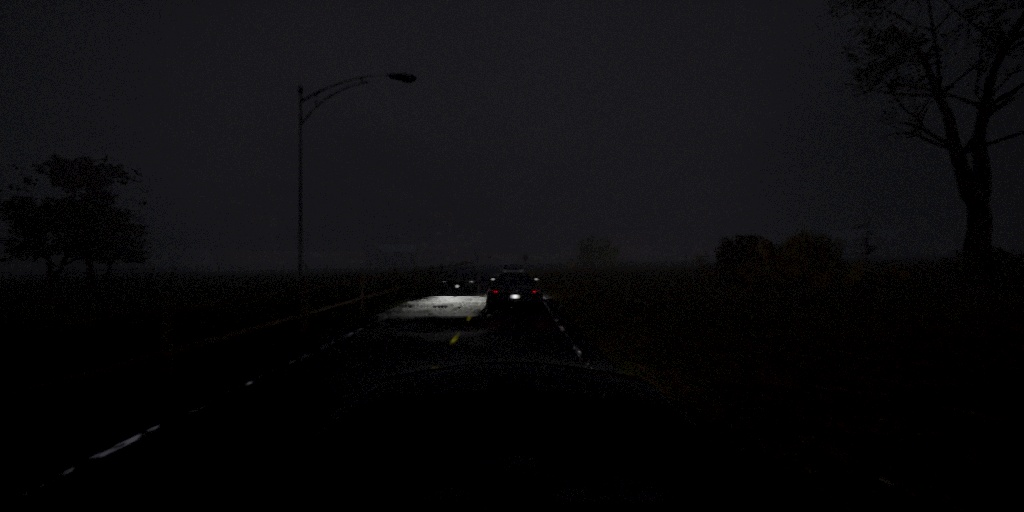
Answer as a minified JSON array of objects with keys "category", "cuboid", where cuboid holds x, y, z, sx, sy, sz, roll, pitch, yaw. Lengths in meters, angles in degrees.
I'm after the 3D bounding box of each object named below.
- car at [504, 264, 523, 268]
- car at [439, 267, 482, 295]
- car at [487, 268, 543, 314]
[{"category":"car","cuboid":[0.113,1.369,31.397,1.895,1.301,4.718,0,0,0]},{"category":"car","cuboid":[-2.743,1.321,19.899,1.994,1.385,4.181,0,0,0]},{"category":"car","cuboid":[0.106,1.317,13.870,1.994,1.385,4.181,0,0,0]}]
